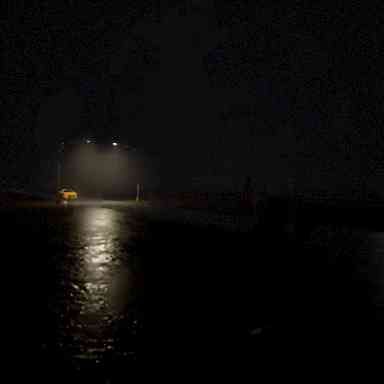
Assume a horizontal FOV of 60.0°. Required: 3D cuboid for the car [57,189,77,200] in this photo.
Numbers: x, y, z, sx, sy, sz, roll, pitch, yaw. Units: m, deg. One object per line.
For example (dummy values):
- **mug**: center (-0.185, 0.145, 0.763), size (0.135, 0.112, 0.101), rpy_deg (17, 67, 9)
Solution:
- **car**: center (-18.777, 0.328, 49.839), size (1.882, 1.535, 5.008), rpy_deg (0, 2, -35)
